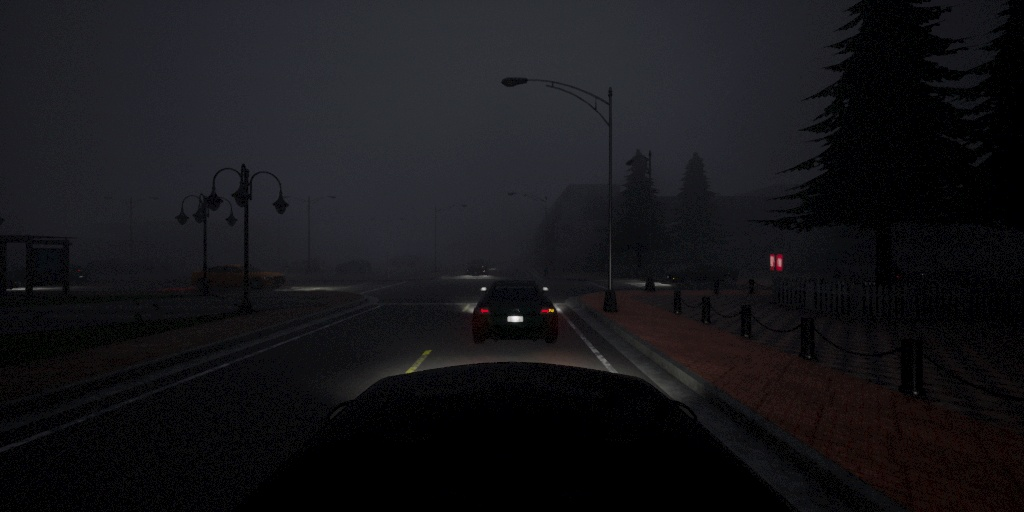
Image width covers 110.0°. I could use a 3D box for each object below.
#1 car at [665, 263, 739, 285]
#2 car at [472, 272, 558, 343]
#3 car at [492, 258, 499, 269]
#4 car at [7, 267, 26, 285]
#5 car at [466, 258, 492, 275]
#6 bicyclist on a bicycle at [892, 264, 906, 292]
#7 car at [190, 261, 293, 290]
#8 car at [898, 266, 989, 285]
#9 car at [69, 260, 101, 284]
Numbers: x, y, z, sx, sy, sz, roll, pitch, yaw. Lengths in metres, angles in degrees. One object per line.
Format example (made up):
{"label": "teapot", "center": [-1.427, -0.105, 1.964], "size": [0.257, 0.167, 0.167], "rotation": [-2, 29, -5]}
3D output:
{"label": "car", "center": [13.614, 1.269, 25.797], "size": [4.892, 1.490, 1.837], "rotation": [0, 0, -1]}
{"label": "car", "center": [0.071, 1.314, 9.653], "size": [1.994, 1.385, 4.181], "rotation": [0, 0, 0]}
{"label": "car", "center": [-3.624, 1.296, 57.194], "size": [2.033, 1.411, 5.357], "rotation": [0, 0, 0]}
{"label": "car", "center": [-32.884, 1.328, 21.603], "size": [4.181, 1.385, 1.994], "rotation": [0, 0, 0]}
{"label": "car", "center": [-3.623, 1.102, 38.004], "size": [2.097, 1.767, 4.553], "rotation": [0, 0, 0]}
{"label": "bicyclist on a bicycle", "center": [19.461, 1.065, 18.379], "size": [0.582, 1.620, 1.656], "rotation": [0, 0, -1]}
{"label": "car", "center": [-16.513, 1.242, 21.771], "size": [5.008, 1.535, 1.882], "rotation": [0, 0, -1]}
{"label": "car", "center": [31.026, 1.365, 25.954], "size": [4.718, 1.301, 1.895], "rotation": [0, 0, 0]}
{"label": "car", "center": [-32.847, 1.256, 25.292], "size": [4.902, 1.511, 2.128], "rotation": [0, 0, -1]}
